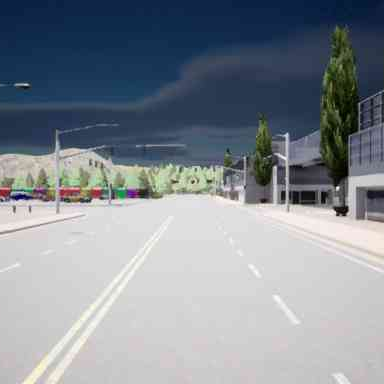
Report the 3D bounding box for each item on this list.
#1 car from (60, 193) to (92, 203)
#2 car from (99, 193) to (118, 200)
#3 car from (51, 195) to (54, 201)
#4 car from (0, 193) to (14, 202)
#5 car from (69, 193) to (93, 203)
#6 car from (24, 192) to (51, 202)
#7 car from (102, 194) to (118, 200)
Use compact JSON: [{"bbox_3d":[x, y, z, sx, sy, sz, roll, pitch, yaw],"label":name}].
[{"bbox_3d":[-21.466,1.115,61.383,4.605,1.855,1.932,0,0,0],"label":"car"},{"bbox_3d":[-21.432,1.121,83.901,3.866,1.878,1.905,0,0,0],"label":"car"},{"bbox_3d":[-38.886,1.328,86.789,3.905,1.438,1.784,0,0,0],"label":"car"},{"bbox_3d":[-38.875,1.356,66.995,3.806,1.475,1.970,0,0,0],"label":"car"},{"bbox_3d":[-21.409,1.118,64.277,3.866,1.878,1.905,0,0,0],"label":"car"},{"bbox_3d":[-38.953,1.117,83.893,4.605,1.855,1.932,0,0,0],"label":"car"},{"bbox_3d":[-21.419,1.361,86.796,3.806,1.475,1.970,0,0,0],"label":"car"}]
